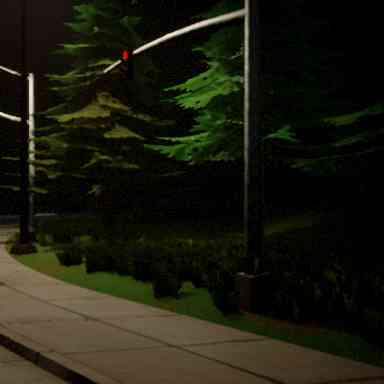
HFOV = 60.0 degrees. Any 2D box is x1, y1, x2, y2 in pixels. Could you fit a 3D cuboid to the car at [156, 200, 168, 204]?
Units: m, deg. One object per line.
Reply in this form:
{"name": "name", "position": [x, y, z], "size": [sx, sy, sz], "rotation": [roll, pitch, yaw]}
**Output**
{"name": "car", "position": [-4.025, 1.096, 50.716], "size": [5.566, 2.045, 2.150], "rotation": [0, 0, -42]}

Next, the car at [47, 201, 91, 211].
{"name": "car", "position": [-13.732, 1.666, 37.305], "size": [1.895, 1.301, 4.718], "rotation": [0, 0, 30]}

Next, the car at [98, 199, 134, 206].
{"name": "car", "position": [-8.641, 1.550, 38.719], "size": [2.128, 1.511, 4.902], "rotation": [0, 0, 32]}
